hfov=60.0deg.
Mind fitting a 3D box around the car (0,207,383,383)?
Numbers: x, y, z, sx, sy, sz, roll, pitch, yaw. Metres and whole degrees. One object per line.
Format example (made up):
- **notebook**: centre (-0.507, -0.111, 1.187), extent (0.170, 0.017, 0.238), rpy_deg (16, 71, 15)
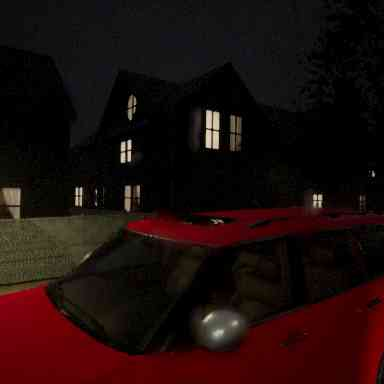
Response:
- **car**: centre (0.191, 1.222, 3.208), extent (5.566, 2.045, 2.150), rpy_deg (0, 0, -36)
